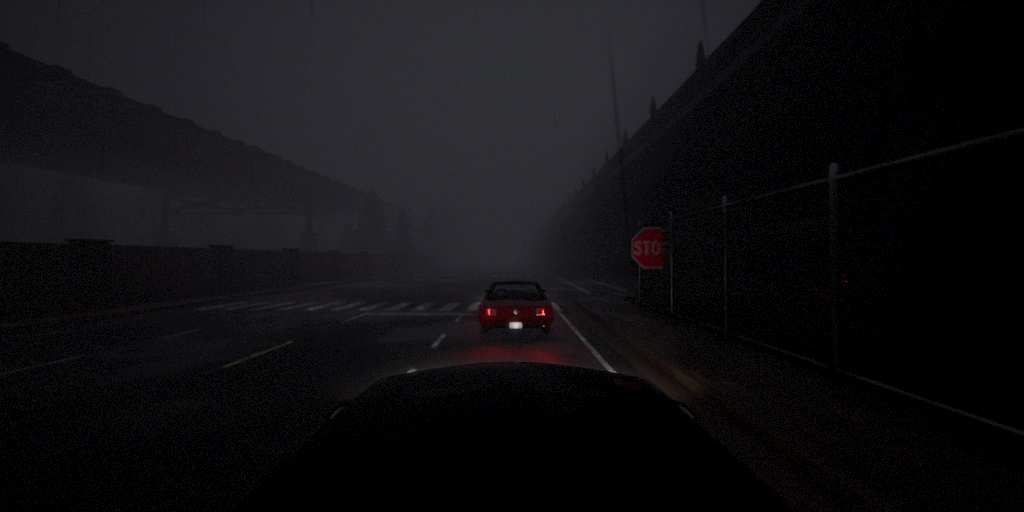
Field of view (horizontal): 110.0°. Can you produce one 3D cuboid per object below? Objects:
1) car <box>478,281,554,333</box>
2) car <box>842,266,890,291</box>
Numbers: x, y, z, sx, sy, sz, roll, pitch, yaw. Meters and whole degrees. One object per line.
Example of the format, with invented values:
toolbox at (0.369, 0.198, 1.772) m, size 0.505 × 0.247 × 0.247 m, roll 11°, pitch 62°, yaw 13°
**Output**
car at (0.099, 1.413, 10.981) m, size 1.895 × 1.301 × 4.718 m, roll 0°, pitch 0°, yaw 0°
car at (23.091, 1.393, 22.587) m, size 4.892 × 1.490 × 1.837 m, roll 0°, pitch 0°, yaw 1°
